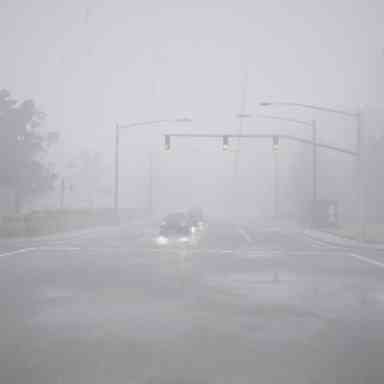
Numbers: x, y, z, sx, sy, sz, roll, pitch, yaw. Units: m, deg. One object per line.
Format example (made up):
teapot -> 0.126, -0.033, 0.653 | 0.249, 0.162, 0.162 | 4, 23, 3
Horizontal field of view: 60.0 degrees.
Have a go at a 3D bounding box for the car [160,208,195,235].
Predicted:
car -> -1.196, 2.403, 26.472 | 2.097, 1.767, 4.553 | 0, -2, 5

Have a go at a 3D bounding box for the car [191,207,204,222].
car -> 0.575, 3.128, 47.431 | 2.150, 2.045, 5.566 | 0, -2, 5

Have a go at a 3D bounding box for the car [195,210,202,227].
car -> -0.367, 3.018, 36.363 | 1.994, 1.385, 4.181 | 0, -2, 5
